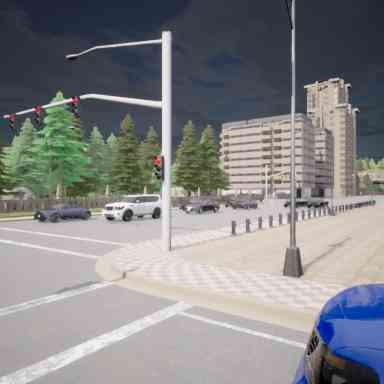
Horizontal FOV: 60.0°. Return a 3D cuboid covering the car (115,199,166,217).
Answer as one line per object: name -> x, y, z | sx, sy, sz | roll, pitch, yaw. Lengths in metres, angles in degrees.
car -> -4.974, 1.491, 32.725 | 2.128, 1.511, 4.902 | 0, 0, 35

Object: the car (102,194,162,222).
car -> -4.644, 1.221, 27.159 | 2.150, 2.045, 5.566 | 0, 0, 35

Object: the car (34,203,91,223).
car -> -9.937, 1.564, 25.765 | 1.994, 1.385, 4.181 | 0, 0, 35

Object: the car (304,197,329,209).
car -> 17.371, 1.601, 45.640 | 1.895, 1.301, 4.718 | 0, 0, 35

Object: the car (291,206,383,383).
car -> 3.361, 1.221, 1.569 | 5.566, 2.045, 2.150 | 0, 0, 36

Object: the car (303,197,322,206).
car -> 20.229, 1.564, 55.678 | 1.994, 1.385, 4.181 | 0, 0, 35

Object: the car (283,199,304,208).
car -> 14.962, 1.601, 48.291 | 1.895, 1.301, 4.718 | 0, 0, 35

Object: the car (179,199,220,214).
car -> 1.120, 1.491, 35.239 | 2.128, 1.511, 4.902 | 0, 0, 36

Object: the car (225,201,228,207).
car -> 6.526, 1.564, 48.791 | 1.994, 1.385, 4.181 | 0, 0, 36

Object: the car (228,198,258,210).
car -> 6.945, 1.564, 43.382 | 1.994, 1.385, 4.181 | 0, 0, 36

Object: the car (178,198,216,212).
car -> 0.702, 1.547, 40.682 | 2.033, 1.411, 5.357 | 0, 0, 36
